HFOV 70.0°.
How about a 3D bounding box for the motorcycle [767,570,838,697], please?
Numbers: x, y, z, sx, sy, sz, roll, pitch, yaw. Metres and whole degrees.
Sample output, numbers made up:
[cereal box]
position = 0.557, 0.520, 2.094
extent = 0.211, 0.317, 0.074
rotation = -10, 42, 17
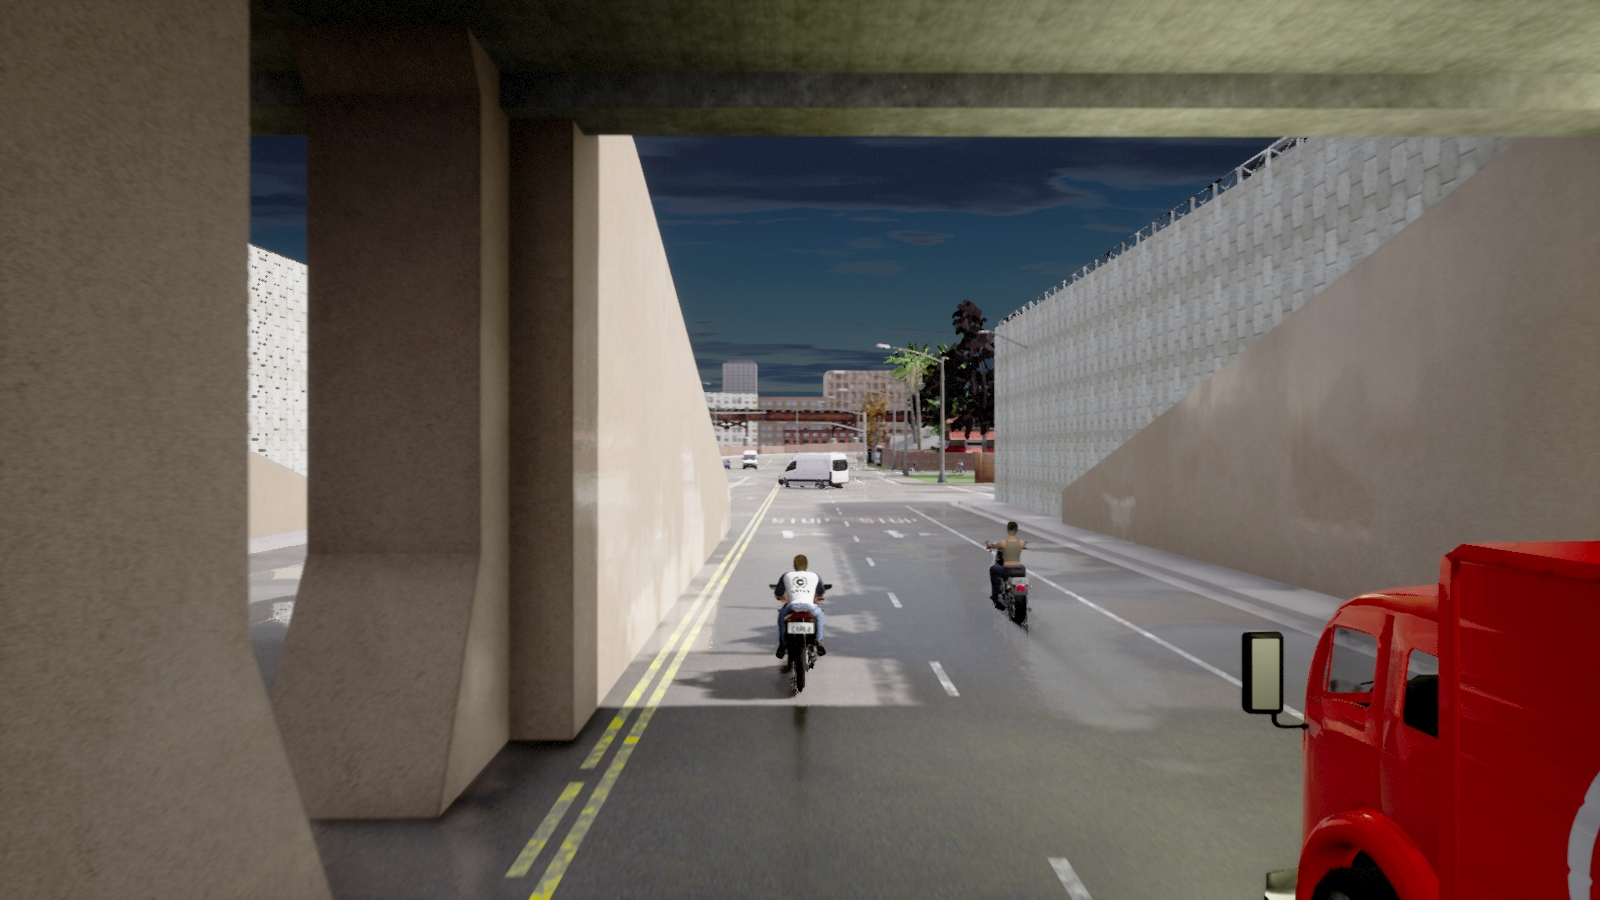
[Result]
[motorcycle]
position = 0.027, 2.174, 13.905
extent = 0.803, 1.224, 2.033
rotation = 0, 0, 0

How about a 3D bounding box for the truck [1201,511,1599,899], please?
[truck]
position = 3.503, 1.568, 3.636
extent = 2.627, 2.467, 5.204
rotation = 0, 0, 0
